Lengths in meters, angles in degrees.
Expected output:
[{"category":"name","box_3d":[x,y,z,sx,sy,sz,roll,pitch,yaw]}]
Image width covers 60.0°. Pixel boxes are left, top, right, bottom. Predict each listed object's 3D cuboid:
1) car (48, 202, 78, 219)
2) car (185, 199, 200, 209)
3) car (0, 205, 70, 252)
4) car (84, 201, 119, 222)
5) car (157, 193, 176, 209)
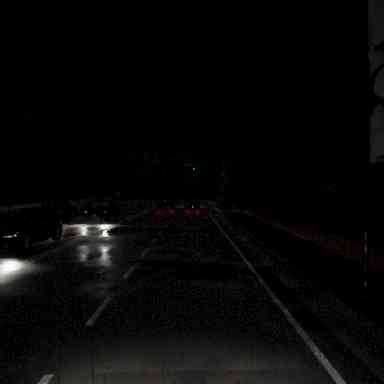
[{"category":"car","box_3d":[-10.493,1.446,26.123,1.994,1.385,4.181,0,0,0]},{"category":"car","box_3d":[0.106,1.557,44.077,1.895,1.301,4.718,0,0,0]},{"category":"car","box_3d":[-7.074,1.492,13.984,1.837,1.490,4.892,0,0,0]},{"category":"car","box_3d":[-6.993,1.418,26.122,1.812,1.442,4.674,0,0,0]},{"category":"car","box_3d":[-3.392,1.177,44.724,2.150,2.045,5.566,0,0,0]}]
